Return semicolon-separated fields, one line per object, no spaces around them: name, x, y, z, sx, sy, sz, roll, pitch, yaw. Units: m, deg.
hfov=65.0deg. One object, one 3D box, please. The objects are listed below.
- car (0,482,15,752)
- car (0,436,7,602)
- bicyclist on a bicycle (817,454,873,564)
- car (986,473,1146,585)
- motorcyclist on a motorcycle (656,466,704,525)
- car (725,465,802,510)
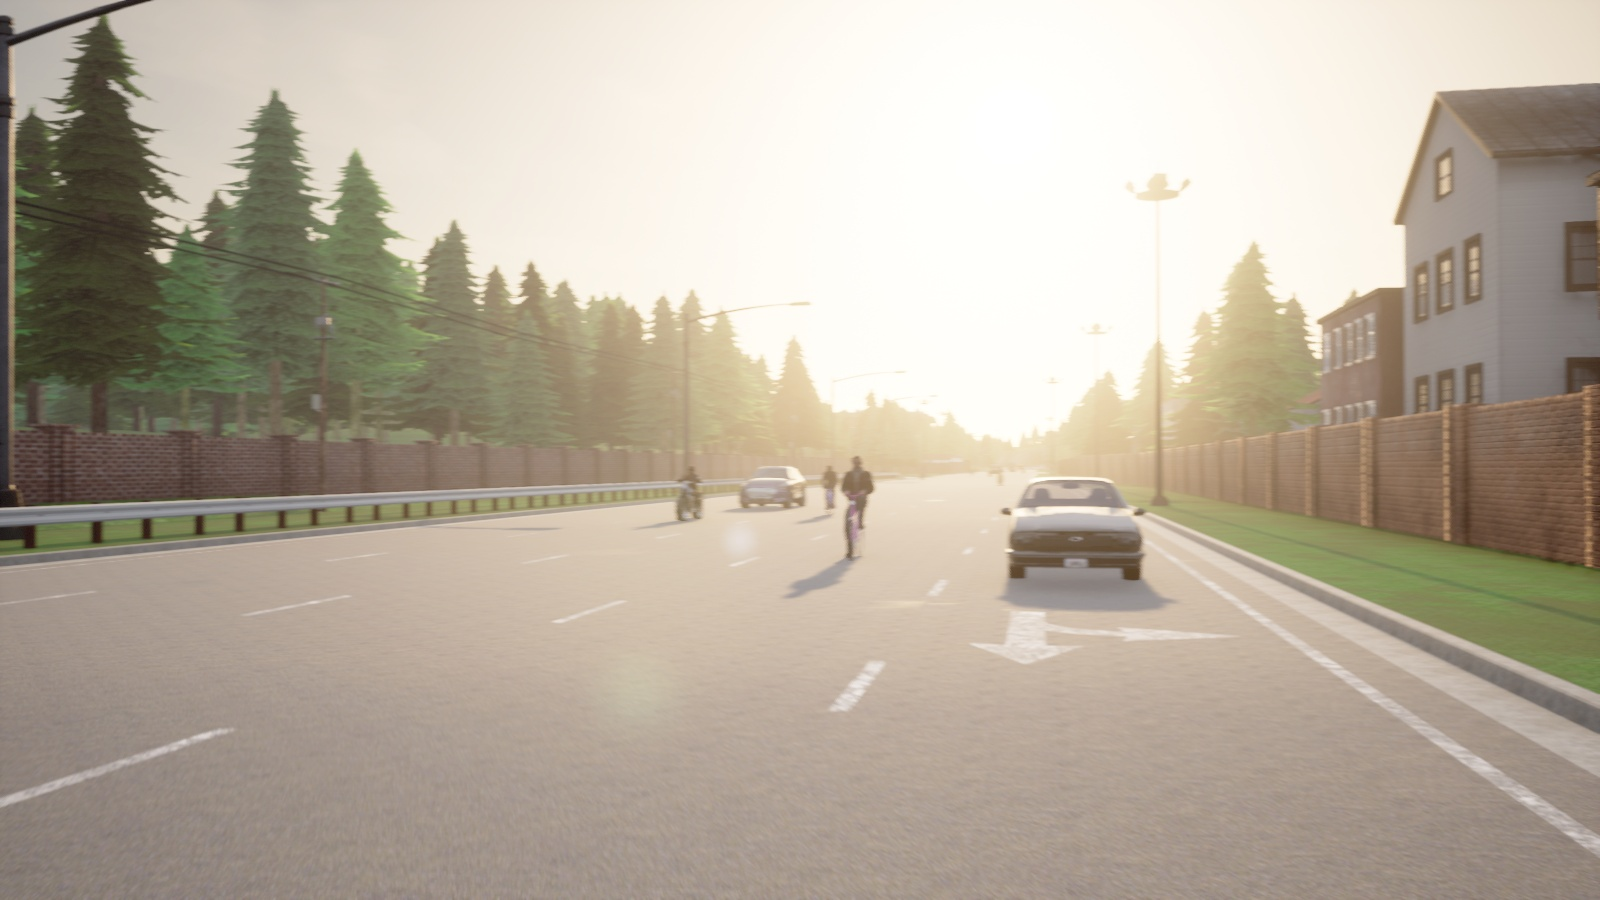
car;-5.670;0.907;5.278;1.970;1.475;3.806;-1;-1;10
car;-11.382;0.826;13.019;2.150;2.045;5.566;-1;-1;10
bicyclist on a bicycle;0.776;0.965;21.216;0.659;1.776;1.843;-1;-1;10
car;3.941;1.079;19.043;2.033;1.411;5.357;-1;-1;10
motorcyclist on a motorcycle;-3.500;1.305;36.859;0.766;1.649;2.350;-1;-1;10
car;-1.348;1.425;48.723;2.033;1.649;4.856;-1;-1;10
